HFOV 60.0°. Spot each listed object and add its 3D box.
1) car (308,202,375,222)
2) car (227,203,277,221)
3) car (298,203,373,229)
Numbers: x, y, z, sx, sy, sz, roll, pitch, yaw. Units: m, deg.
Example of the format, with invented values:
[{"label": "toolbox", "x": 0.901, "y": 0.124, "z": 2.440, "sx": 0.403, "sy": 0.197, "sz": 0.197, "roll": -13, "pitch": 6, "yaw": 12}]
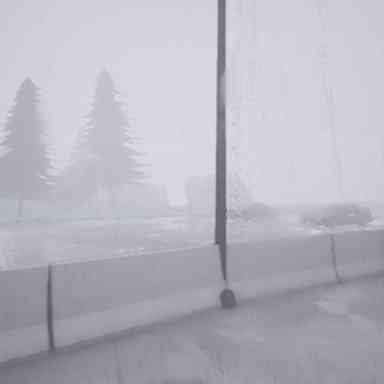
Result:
[{"label": "car", "x": 12.170, "y": 1.578, "z": 27.082, "sx": 5.357, "sy": 1.411, "sz": 2.033, "roll": 0, "pitch": 0, "yaw": -26}, {"label": "car", "x": 4.939, "y": 1.561, "z": 27.244, "sx": 4.181, "sy": 1.385, "sz": 1.994, "roll": 0, "pitch": 0, "yaw": -28}, {"label": "car", "x": 9.530, "y": 1.570, "z": 21.835, "sx": 5.357, "sy": 1.411, "sz": 2.033, "roll": 0, "pitch": 0, "yaw": -28}]
